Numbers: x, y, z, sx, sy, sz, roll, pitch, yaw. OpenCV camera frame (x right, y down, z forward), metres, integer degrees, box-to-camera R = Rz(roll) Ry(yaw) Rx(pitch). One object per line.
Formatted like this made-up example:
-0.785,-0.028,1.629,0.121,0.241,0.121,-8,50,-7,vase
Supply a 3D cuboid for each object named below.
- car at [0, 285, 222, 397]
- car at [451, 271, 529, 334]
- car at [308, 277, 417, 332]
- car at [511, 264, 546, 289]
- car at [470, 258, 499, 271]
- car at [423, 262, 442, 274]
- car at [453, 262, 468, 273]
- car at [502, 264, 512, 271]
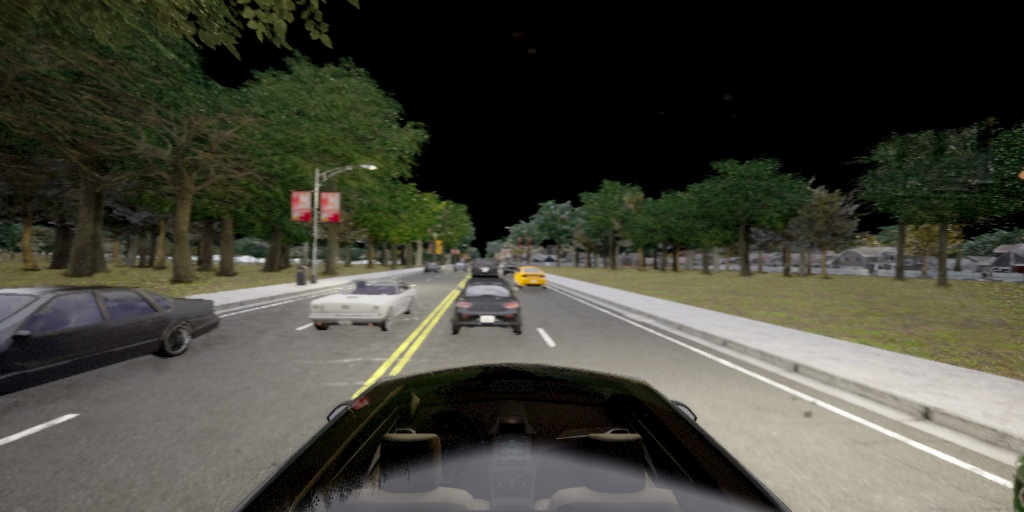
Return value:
-7.041,1.168,5.347,2.033,1.411,5.357,1,-1,-5,car
-0.757,1.347,10.776,1.812,1.442,4.674,1,-1,-5,car
-4.232,1.343,10.936,1.895,1.301,4.718,1,-1,-5,car
1.251,1.508,25.926,1.882,1.535,5.008,1,0,-4,car
-2.238,1.209,29.329,2.150,2.045,5.566,1,-1,-5,car
-10.361,1.507,46.976,1.837,1.490,4.892,1,0,-4,car
-7.537,1.662,52.496,1.812,1.442,4.674,1,-1,-4,car
-0.260,1.719,44.977,1.837,1.490,4.892,1,-1,-4,car
